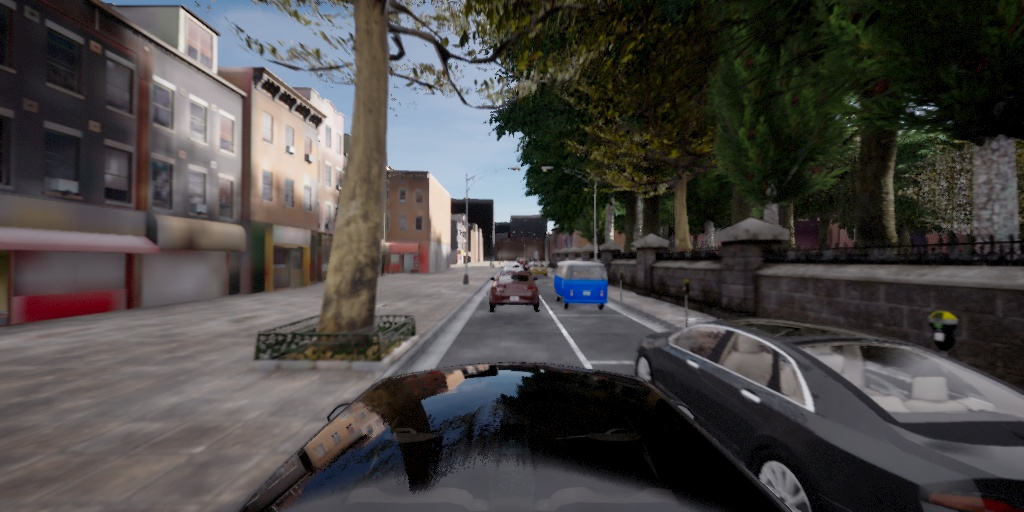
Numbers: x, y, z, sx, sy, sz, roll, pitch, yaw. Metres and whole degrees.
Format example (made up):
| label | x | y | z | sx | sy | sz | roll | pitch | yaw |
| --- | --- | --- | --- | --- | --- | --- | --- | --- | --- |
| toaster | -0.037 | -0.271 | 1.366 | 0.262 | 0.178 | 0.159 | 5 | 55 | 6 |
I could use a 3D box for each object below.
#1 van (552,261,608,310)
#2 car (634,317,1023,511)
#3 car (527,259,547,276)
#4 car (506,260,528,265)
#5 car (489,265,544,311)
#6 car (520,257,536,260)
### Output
| label | x | y | z | sx | sy | sz | roll | pitch | yaw |
| --- | --- | --- | --- | --- | --- | --- | --- | --- | --- |
| van | 2.640 | 1.093 | 14.565 | 1.690 | 1.789 | 3.998 | 0 | 0 | 0 |
| car | 2.639 | 1.301 | 3.666 | 2.007 | 1.370 | 4.403 | 0 | 0 | 0 |
| car | 2.642 | 1.296 | 36.532 | 1.751 | 1.417 | 4.829 | 0 | 0 | 0 |
| car | 0.093 | 1.288 | 29.710 | 1.812 | 1.442 | 4.674 | 0 | 0 | 0 |
| car | 0.082 | 1.277 | 14.411 | 1.812 | 1.442 | 4.674 | 0 | 0 | 0 |
| car | 2.643 | 1.115 | 52.709 | 2.192 | 1.841 | 5.009 | 0 | 0 | 0 |
